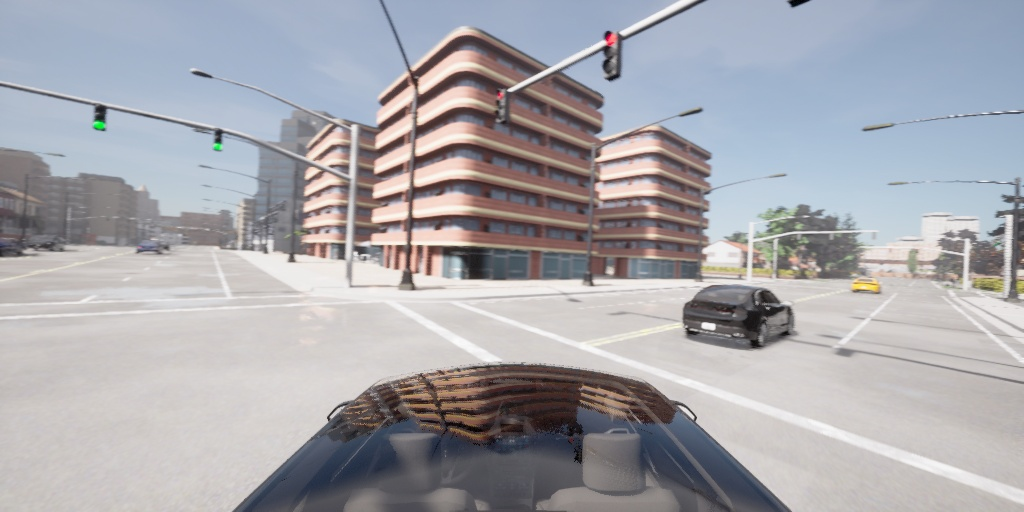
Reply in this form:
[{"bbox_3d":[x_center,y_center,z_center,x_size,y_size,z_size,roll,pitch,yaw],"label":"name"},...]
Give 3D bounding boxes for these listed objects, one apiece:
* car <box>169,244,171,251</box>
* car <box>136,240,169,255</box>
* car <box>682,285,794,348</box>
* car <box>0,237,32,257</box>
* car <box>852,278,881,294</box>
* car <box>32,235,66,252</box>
[{"bbox_3d":[-45.219,-1.336,46.122,1.895,1.301,4.718,3,0,-40],"label":"car"},{"bbox_3d":[-38.341,-0.935,38.035,2.033,1.411,5.357,3,1,-40],"label":"car"},{"bbox_3d":[6.777,1.608,10.607,4.892,1.490,1.837,3,-1,-41],"label":"car"},{"bbox_3d":[-37.047,-0.683,25.649,1.895,1.301,4.718,3,1,-40],"label":"car"},{"bbox_3d":[36.363,3.017,36.772,5.008,1.535,1.882,3,-1,-42],"label":"car"},{"bbox_3d":[-43.762,-1.243,33.614,1.837,1.490,4.892,3,1,-40],"label":"car"}]
